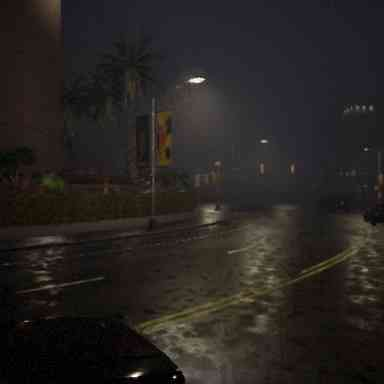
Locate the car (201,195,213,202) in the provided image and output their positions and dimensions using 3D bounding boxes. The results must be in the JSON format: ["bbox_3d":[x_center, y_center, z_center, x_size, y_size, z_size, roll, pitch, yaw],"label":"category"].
[{"bbox_3d":[4.202,1.728,84.011,2.097,1.535,5.008,0,0,-3],"label":"car"}]

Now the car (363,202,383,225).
[{"bbox_3d":[13.762,1.627,24.066,1.994,1.385,4.181,0,0,20],"label":"car"}]

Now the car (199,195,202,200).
[{"bbox_3d":[3.761,1.622,90.423,2.185,1.767,4.553,0,0,-3],"label":"car"}]

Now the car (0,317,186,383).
[{"bbox_3d":[-2.565,1.555,1.938,5.357,1.411,2.033,0,0,-37],"label":"car"}]

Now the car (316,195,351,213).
[{"bbox_3d":[16.100,1.328,38.148,2.150,2.045,5.566,0,0,1],"label":"car"}]
